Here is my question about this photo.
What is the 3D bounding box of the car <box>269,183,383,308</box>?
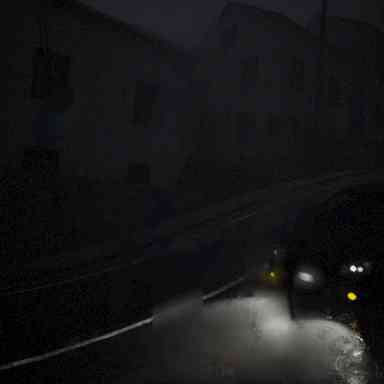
[{"bbox_3d":[3.322,0.624,6.240,4.181,1.385,1.994,-18,10,-33],"label":"car"}]
